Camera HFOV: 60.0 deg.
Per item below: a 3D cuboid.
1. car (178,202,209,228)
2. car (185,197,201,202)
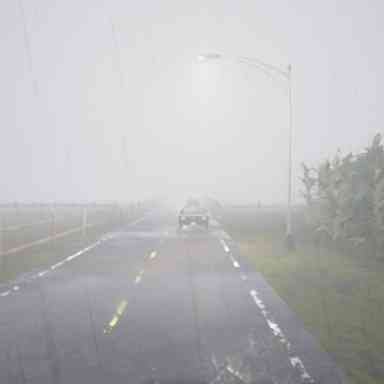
[{"bbox_3d":[0.093,1.588,21.976,1.895,1.301,4.718,0,0,0],"label":"car"},{"bbox_3d":[0.088,1.470,42.683,1.837,1.490,4.892,0,0,0],"label":"car"}]
